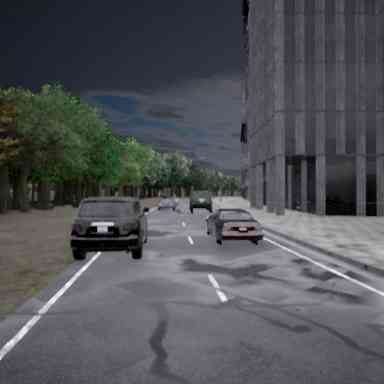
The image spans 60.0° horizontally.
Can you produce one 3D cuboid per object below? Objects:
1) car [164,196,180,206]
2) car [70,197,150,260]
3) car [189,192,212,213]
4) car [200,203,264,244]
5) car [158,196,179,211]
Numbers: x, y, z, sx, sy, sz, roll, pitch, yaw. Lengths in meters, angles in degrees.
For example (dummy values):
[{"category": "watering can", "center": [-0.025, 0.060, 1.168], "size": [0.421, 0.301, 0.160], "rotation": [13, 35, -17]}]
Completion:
[{"category": "car", "center": [-2.891, 1.295, 48.248], "size": [1.895, 1.301, 4.718], "rotation": [0, 0, 2]}, {"category": "car", "center": [-2.839, 1.175, 12.391], "size": [2.150, 2.045, 5.566], "rotation": [0, 0, -5]}, {"category": "car", "center": [0.875, 1.019, 34.308], "size": [2.150, 2.045, 5.566], "rotation": [0, 0, -1]}, {"category": "car", "center": [1.786, 1.478, 15.410], "size": [2.033, 1.411, 5.357], "rotation": [0, 0, -4]}, {"category": "car", "center": [-2.753, 1.330, 37.606], "size": [2.033, 1.411, 5.357], "rotation": [0, 0, 0]}]
